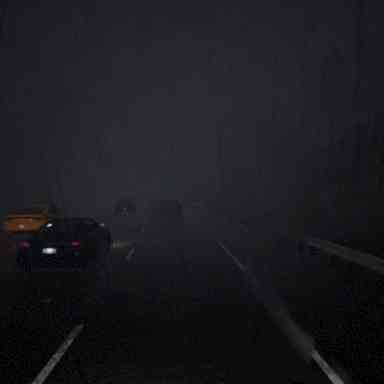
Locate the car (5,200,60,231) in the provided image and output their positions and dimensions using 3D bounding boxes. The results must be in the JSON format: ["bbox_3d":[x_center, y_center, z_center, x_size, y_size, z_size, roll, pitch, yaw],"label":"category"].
[{"bbox_3d":[-7.903,1.383,17.466,1.882,1.535,5.008,0,0,-5],"label":"car"}]

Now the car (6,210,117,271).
[{"bbox_3d":[-3.866,1.504,10.741,1.994,1.385,4.181,0,0,-4],"label":"car"}]

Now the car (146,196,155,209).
[{"bbox_3d":[-4.542,1.239,40.749,1.882,1.535,5.008,0,0,-12],"label":"car"}]

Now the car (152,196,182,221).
[{"bbox_3d":[-1.892,1.324,25.964,1.882,1.535,5.008,0,0,-8],"label":"car"}]

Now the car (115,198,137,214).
[{"bbox_3d":[-6.468,1.305,32.471,2.128,1.511,4.902,0,0,-10],"label":"car"}]

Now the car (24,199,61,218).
[{"bbox_3d":[-13.006,1.406,29.227,1.994,1.385,4.181,0,0,-9],"label":"car"}]
